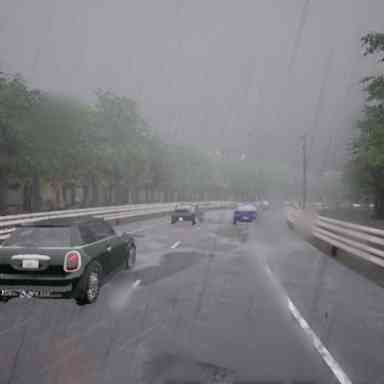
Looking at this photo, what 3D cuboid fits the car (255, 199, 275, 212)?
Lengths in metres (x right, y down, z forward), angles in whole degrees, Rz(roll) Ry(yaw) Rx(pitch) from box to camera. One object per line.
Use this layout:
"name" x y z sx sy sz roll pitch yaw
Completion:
"car" 9.750 1.884 46.390 2.097 1.767 4.553 0 -1 25

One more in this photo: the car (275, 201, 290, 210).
"car" 16.035 2.293 59.268 1.882 1.535 5.008 0 -1 30

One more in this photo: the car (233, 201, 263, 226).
"car" 4.322 1.695 25.888 1.882 1.535 5.008 0 -1 13

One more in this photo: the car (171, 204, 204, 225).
"car" -0.263 1.697 26.032 1.837 1.490 4.892 0 -1 12

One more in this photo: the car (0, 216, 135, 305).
"car" -2.901 1.395 8.421 2.097 1.767 4.553 0 0 4
